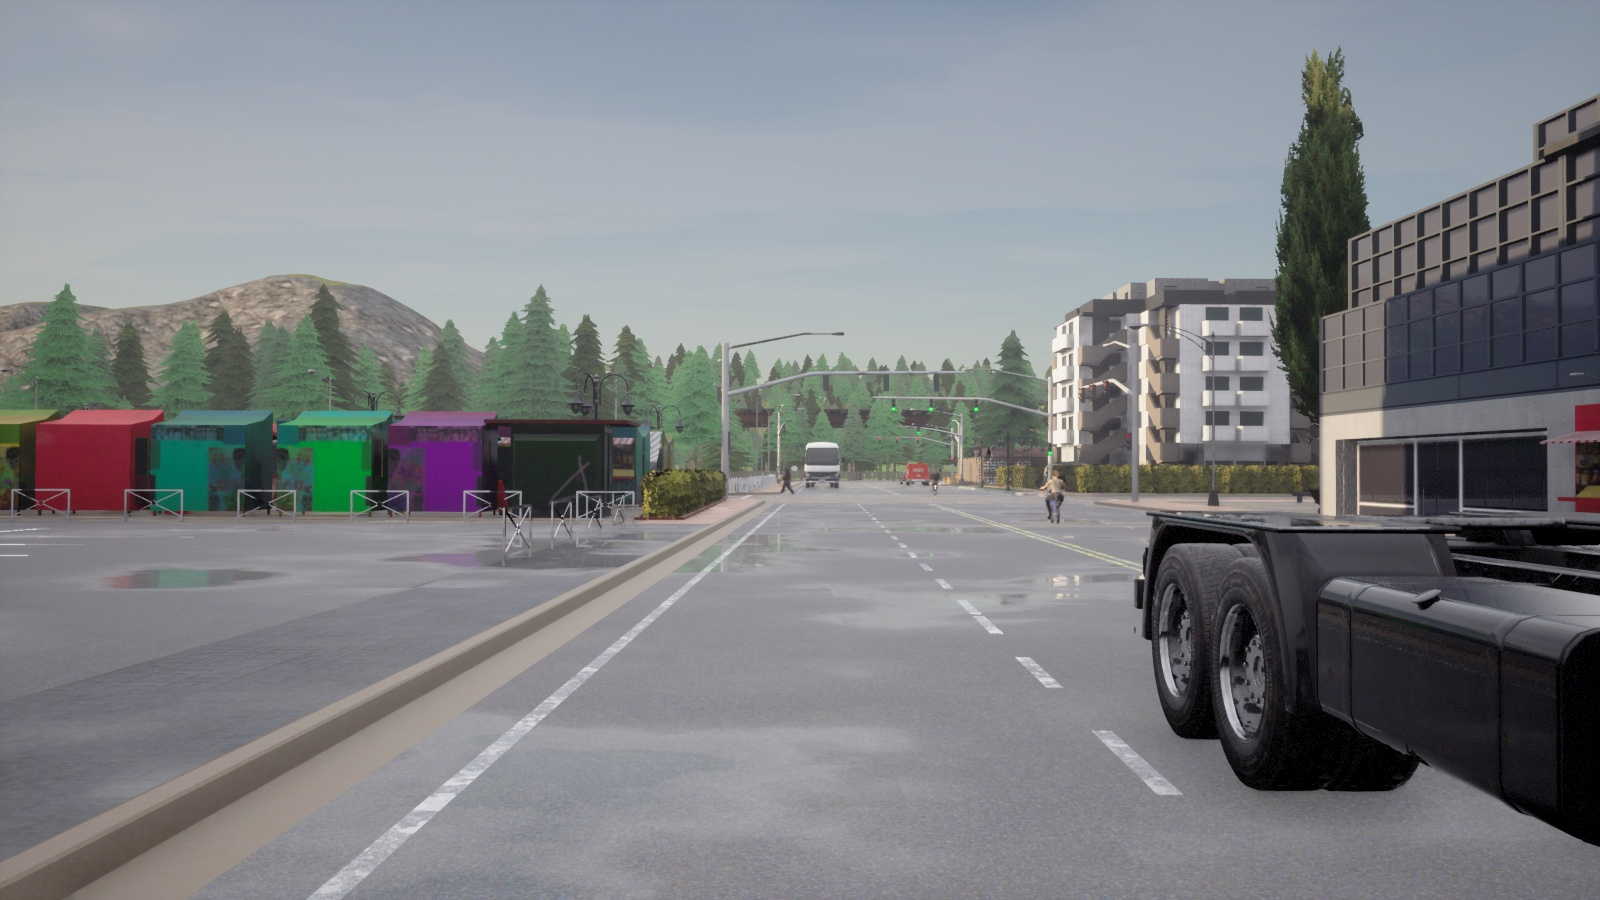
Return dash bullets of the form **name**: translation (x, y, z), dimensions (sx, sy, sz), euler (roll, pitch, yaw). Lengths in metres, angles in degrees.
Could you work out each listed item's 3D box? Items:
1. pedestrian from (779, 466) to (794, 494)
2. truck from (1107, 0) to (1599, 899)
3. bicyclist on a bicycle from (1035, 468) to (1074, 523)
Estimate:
- **pedestrian**: translation (-0.908, 2.011, 83.282), dimensions (0.899, 1.844, 0.634), euler (0, -1, -6)
- **truck**: translation (3.537, -0.102, 4.747), dimensions (2.891, 3.462, 7.936), euler (0, -1, 1)
- **bicyclist on a bicycle**: translation (7.630, 1.352, 37.677), dimensions (0.866, 1.612, 1.509), euler (0, -1, 1)
